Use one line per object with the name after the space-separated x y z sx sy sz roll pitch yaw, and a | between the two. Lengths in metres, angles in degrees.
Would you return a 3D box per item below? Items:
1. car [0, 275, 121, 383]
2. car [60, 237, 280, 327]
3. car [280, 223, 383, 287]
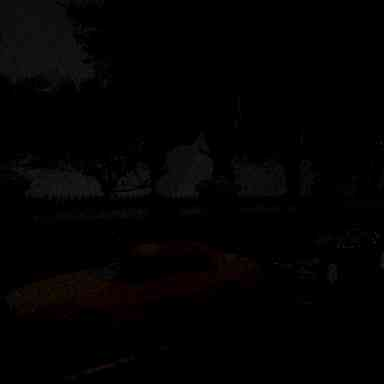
-3.009 1.482 1.231 4.902 1.511 2.128 0 0 -35 | car
-0.760 1.540 6.020 4.829 1.417 1.752 0 0 -36 | car
3.962 1.597 9.388 4.403 1.369 2.008 0 0 -36 | car
